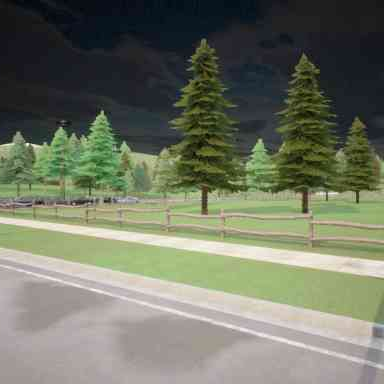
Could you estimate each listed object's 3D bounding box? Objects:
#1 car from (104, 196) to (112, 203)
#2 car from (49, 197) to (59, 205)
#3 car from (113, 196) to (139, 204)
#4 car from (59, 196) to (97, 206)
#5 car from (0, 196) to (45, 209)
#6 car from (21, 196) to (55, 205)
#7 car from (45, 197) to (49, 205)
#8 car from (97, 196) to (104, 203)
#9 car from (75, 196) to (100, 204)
[{"bbox_3d":[-13.792,1.548,64.706,2.033,1.411,5.357,0,0,36],"label":"car"},{"bbox_3d":[-20.410,1.547,55.374,2.033,1.411,5.357,0,0,35],"label":"car"},{"bbox_3d":[-11.803,1.526,61.494,1.812,1.442,4.674,0,0,35],"label":"car"},{"bbox_3d":[-17.976,1.505,52.753,1.837,1.490,4.892,0,0,35],"label":"car"},{"bbox_3d":[-23.162,1.352,45.383,2.097,1.767,4.553,0,0,35],"label":"car"},{"bbox_3d":[-26.924,1.491,58.250,2.128,1.511,4.902,0,0,35],"label":"car"},{"bbox_3d":[-23.551,1.564,56.975,1.994,1.385,4.181,0,0,35],"label":"car"},{"bbox_3d":[-17.562,1.478,65.394,1.882,1.535,5.008,0,0,35],"label":"car"},{"bbox_3d":[-20.920,1.524,66.657,1.812,1.442,4.674,0,0,35],"label":"car"}]
